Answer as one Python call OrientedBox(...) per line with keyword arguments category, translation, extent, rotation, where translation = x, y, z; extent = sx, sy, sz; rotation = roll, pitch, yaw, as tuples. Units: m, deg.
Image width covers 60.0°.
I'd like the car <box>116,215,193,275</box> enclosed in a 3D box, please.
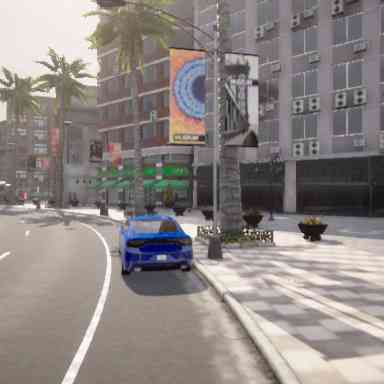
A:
OrientedBox(category="car", translation=(-1.332, 1.466, 10.583), extent=(1.882, 1.535, 5.008), rotation=(0, 0, -14))
